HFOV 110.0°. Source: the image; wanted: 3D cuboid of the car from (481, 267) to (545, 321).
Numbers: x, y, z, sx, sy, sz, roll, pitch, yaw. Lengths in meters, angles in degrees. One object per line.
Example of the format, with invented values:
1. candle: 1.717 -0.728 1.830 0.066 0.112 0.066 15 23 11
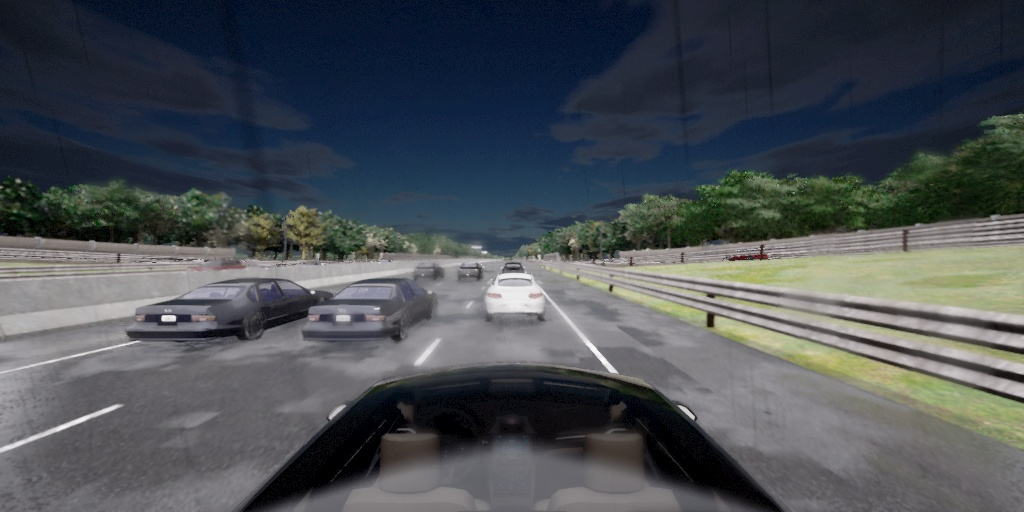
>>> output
1. car: 0.103 1.283 12.353 1.812 1.442 4.674 0 0 0

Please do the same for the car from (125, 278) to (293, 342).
1. car: -6.898 1.303 9.713 2.033 1.411 5.357 0 0 0

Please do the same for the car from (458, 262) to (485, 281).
1. car: -3.393 1.276 30.219 2.128 1.511 4.902 0 0 0

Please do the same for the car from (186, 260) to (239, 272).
1. car: -24.588 1.137 29.957 2.097 1.767 4.553 0 0 0

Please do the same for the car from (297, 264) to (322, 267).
1. car: -17.587 1.352 31.082 1.994 1.385 4.181 0 0 0

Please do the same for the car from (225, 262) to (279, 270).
1. car: -21.089 1.387 30.103 1.895 1.301 4.718 0 0 0

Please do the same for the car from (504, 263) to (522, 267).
1. car: 0.107 1.289 30.401 1.837 1.490 4.892 0 0 0

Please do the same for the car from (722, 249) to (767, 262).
1. car: 26.551 -0.116 41.155 2.097 1.767 4.553 0 -3 -15

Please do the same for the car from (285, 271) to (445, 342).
1. car: -3.398 1.303 9.719 2.033 1.411 5.357 0 0 0

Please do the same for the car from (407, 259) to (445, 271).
1. car: -6.893 1.276 30.195 2.128 1.511 4.902 0 0 0
